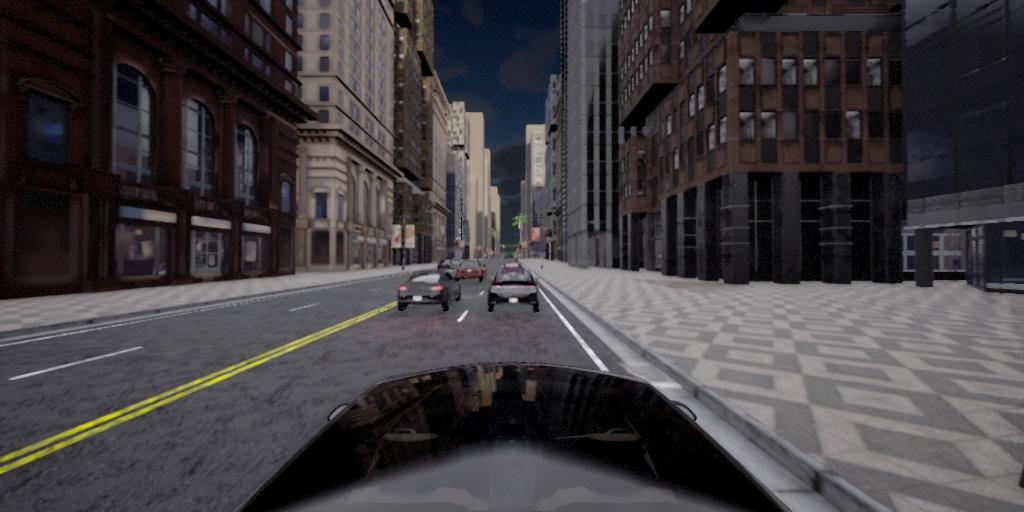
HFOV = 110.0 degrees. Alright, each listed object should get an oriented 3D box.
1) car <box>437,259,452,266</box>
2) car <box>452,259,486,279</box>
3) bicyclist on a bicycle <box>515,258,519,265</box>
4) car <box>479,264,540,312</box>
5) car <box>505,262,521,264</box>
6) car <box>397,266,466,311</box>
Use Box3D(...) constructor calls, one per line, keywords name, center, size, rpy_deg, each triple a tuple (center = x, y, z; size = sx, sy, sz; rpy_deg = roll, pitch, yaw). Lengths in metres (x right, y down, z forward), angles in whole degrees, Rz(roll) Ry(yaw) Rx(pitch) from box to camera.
Box3D(name="car", center=(-9.814, 1.266, 53.215), size=(1.837, 1.490, 4.892), rpy_deg=(0, 0, 0))
Box3D(name="car", center=(-3.184, 1.108, 28.955), size=(2.097, 1.767, 4.553), rpy_deg=(0, 0, 0))
Box3D(name="bicyclist on a bicycle", center=(0.897, 1.210, 61.763), size=(0.582, 1.620, 1.656), rpy_deg=(0, 0, 0))
Box3D(name="car", center=(0.068, 1.246, 14.289), size=(2.128, 1.511, 4.902), rpy_deg=(0, 0, 0))
Box3D(name="car", center=(0.078, 1.236, 31.179), size=(1.882, 1.535, 5.008), rpy_deg=(0, 0, 0))
Box3D(name="car", center=(-3.181, 1.279, 14.383), size=(1.812, 1.442, 4.674), rpy_deg=(0, -1, 0))
